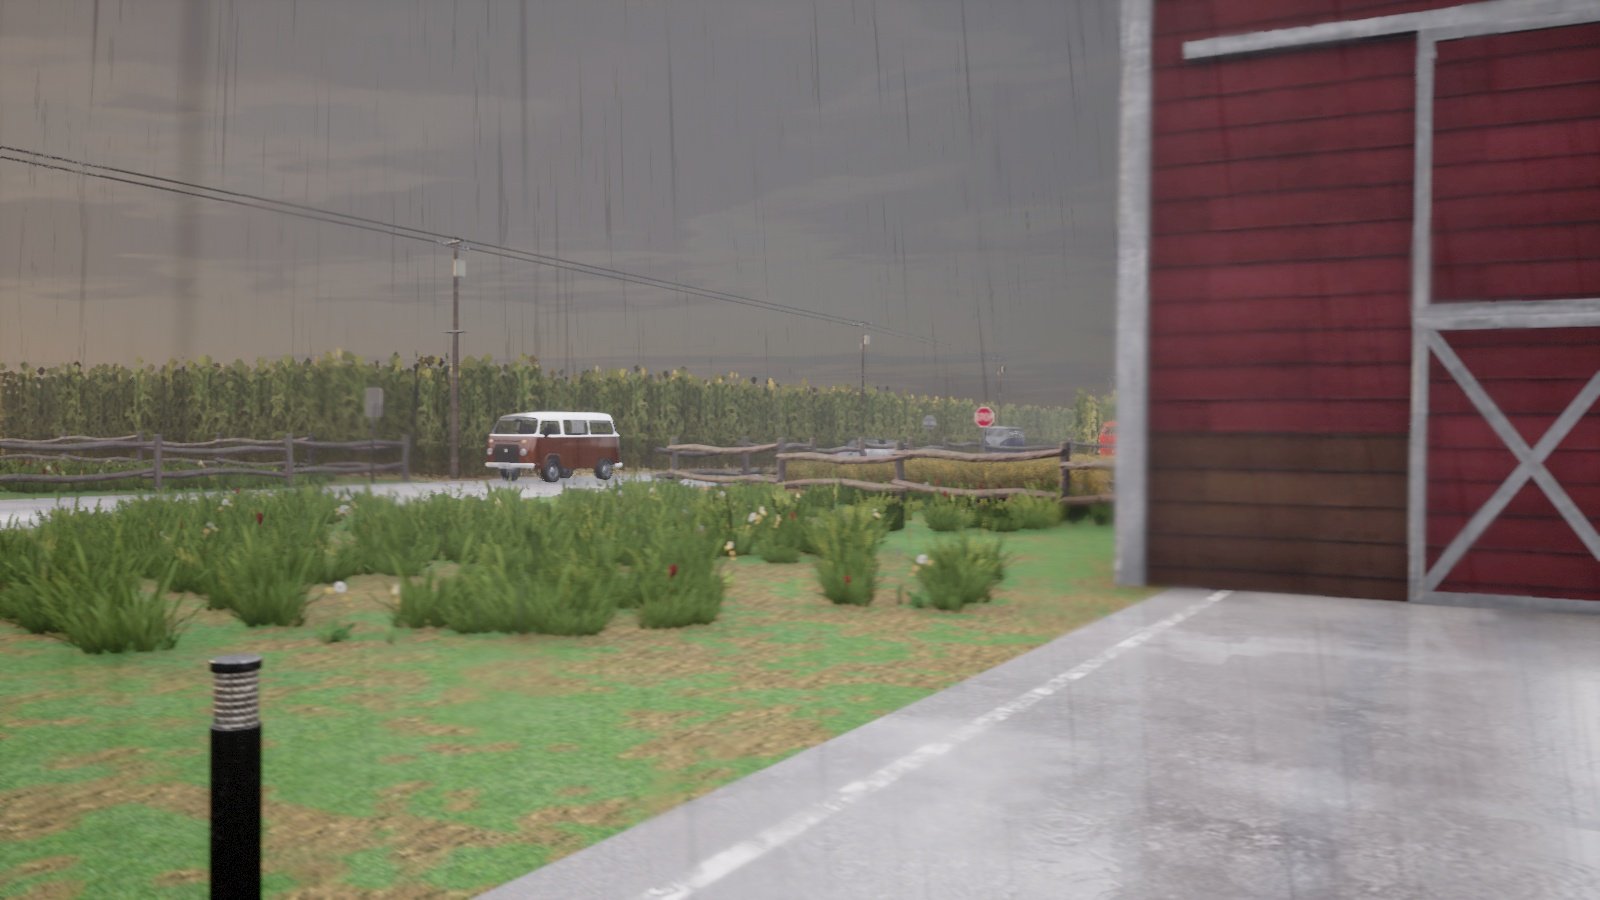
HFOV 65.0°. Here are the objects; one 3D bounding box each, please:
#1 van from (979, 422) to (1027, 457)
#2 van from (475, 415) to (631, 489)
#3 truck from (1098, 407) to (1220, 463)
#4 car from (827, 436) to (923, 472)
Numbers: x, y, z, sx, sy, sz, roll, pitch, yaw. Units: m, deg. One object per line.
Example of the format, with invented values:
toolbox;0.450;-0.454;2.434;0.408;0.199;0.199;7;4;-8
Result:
van;12.125;-0.650;74.806;1.775;1.987;4.442;0;1;23
van;-7.121;0.019;36.681;2.069;2.038;4.480;0;1;28
truck;16.258;-0.681;57.037;5.204;2.467;2.627;0;1;15
car;2.974;0.139;48.782;1.895;1.301;4.718;0;1;28
